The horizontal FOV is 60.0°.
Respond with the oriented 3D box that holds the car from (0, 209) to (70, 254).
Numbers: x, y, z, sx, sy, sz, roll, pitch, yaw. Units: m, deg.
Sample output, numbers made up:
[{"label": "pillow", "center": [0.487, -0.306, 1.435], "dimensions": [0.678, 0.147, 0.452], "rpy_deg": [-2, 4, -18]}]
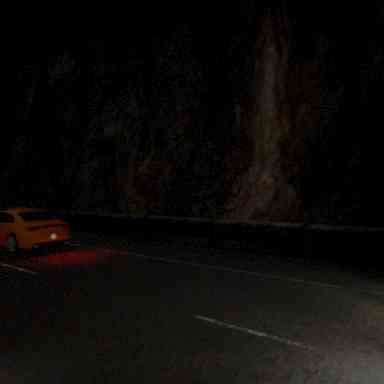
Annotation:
[{"label": "car", "center": [-6.928, 1.410, 13.238], "dimensions": [5.008, 1.535, 1.882], "rpy_deg": [1, 0, 36]}]
